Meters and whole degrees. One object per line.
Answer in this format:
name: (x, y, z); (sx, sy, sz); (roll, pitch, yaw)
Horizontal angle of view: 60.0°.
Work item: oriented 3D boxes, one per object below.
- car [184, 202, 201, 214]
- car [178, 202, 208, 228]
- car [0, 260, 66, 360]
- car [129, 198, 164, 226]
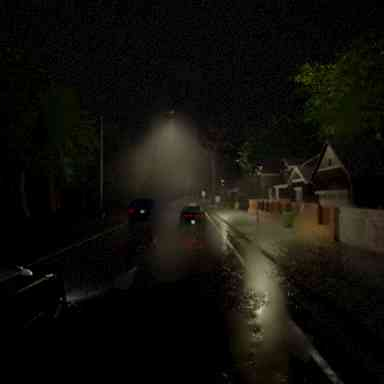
car: (0.056, 1.959, 41.435); (1.994, 1.385, 4.181); (0, 0, 0)
car: (0.074, 1.754, 24.414); (1.837, 1.490, 4.892); (0, 0, 0)
car: (-3.405, 1.616, 4.725); (1.994, 1.385, 4.181); (0, -1, 0)
car: (-3.426, 1.481, 25.624); (2.150, 2.045, 5.566); (0, -1, 0)
